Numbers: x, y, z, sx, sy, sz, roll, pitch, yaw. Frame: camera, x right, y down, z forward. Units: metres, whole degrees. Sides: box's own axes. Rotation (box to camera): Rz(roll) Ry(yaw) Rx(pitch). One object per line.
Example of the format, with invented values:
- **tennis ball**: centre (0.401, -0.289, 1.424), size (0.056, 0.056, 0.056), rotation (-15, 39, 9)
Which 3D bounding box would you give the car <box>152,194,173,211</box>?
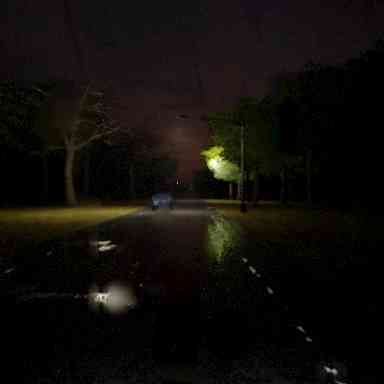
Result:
- **car**: centre (-3.535, 1.233, 40.358), size (2.150, 2.045, 5.566), rotation (0, 0, 0)
